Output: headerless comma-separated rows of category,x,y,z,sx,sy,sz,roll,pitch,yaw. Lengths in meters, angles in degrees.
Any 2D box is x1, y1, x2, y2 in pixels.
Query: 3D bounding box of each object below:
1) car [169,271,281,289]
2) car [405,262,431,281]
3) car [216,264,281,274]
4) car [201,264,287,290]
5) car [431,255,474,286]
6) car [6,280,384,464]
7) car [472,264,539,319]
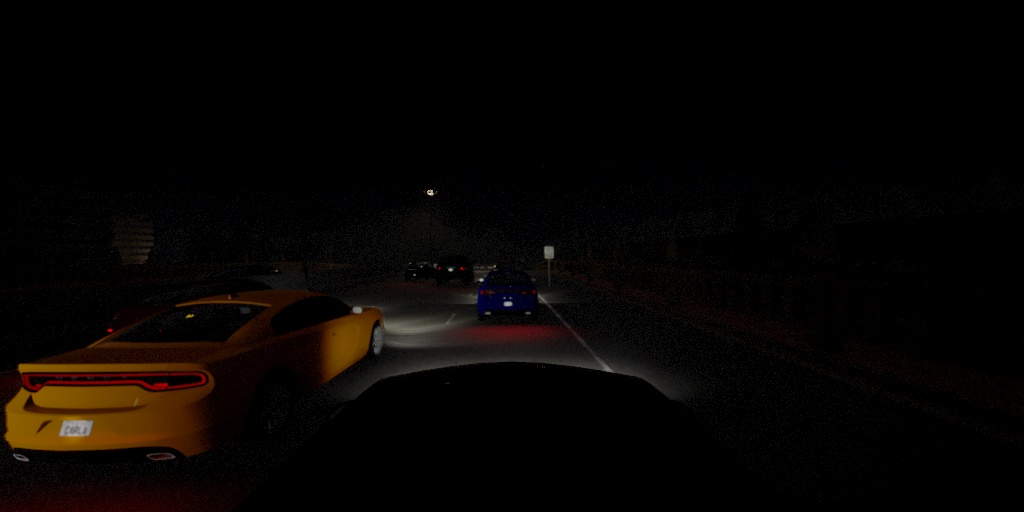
car,-7.088,1.296,9.006,1.812,1.442,4.674,0,0,-1
car,-7.601,1.245,30.253,2.128,1.511,4.902,0,0,-1
car,-14.511,1.317,19.050,1.812,1.442,4.674,0,0,-1
car,-18.160,1.348,24.720,2.033,1.411,5.357,0,0,-1
car,-3.977,0.964,25.510,2.150,2.045,5.566,0,0,-1
car,-3.533,1.237,5.369,1.882,1.535,5.008,0,0,0
car,-0.165,1.217,12.742,1.882,1.535,5.008,0,0,-1
